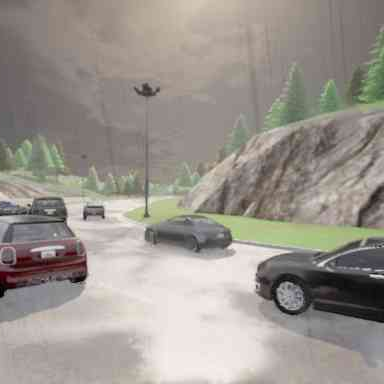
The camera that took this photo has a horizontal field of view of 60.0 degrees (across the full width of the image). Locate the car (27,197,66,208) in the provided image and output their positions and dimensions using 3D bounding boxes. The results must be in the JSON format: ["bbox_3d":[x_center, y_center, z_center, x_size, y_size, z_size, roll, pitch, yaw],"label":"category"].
[{"bbox_3d":[-9.510,1.326,21.907,2.150,2.045,5.566,0,0,-26],"label":"car"}]

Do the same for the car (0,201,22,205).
[{"bbox_3d":[-16.050,1.728,29.878,1.895,1.301,4.718,0,0,-14],"label":"car"}]

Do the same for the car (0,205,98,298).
[{"bbox_3d":[-4.639,1.392,8.875,2.097,1.767,4.553,1,-1,-44],"label":"car"}]

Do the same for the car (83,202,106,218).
[{"bbox_3d":[-9.181,1.661,31.374,2.128,1.511,4.902,0,0,-15],"label":"car"}]

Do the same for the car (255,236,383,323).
[{"bbox_3d":[3.544,1.565,6.014,4.892,1.490,1.837,0,0,36],"label":"car"}]

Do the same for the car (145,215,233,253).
[{"bbox_3d":[-0.245,1.661,14.318,1.994,1.385,4.181,1,0,-42],"label":"car"}]
